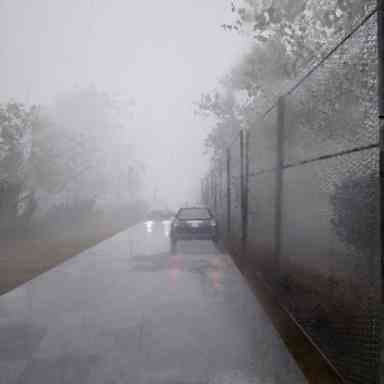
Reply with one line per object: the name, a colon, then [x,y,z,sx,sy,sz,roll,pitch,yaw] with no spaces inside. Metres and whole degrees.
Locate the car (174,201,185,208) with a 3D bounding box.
car: [-2.653,2.655,70.458,1.882,1.535,5.008,0,-2,2]

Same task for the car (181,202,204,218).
car: [0.011,1.770,33.856,2.128,1.511,4.902,0,-1,0]

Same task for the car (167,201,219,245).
car: [0.099,1.404,15.935,2.097,1.767,4.553,0,0,0]

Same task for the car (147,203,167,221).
car: [-2.917,1.743,29.928,1.812,1.442,4.674,0,-1,0]
